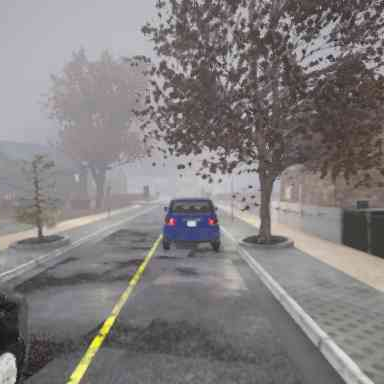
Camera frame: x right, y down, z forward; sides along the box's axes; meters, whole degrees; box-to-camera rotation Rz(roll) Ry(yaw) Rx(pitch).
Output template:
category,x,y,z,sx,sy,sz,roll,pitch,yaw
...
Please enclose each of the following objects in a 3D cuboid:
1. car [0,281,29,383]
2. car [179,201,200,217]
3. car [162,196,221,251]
category,x,y,z,sx,sy,sz,roll,pitch,yaw
car,-2.783,1.504,1.931,1.837,1.490,4.892,0,0,0
car,-0.242,1.572,32.314,1.895,1.301,4.718,0,0,-1
car,-0.042,1.198,14.150,2.150,2.045,5.566,0,0,-1
